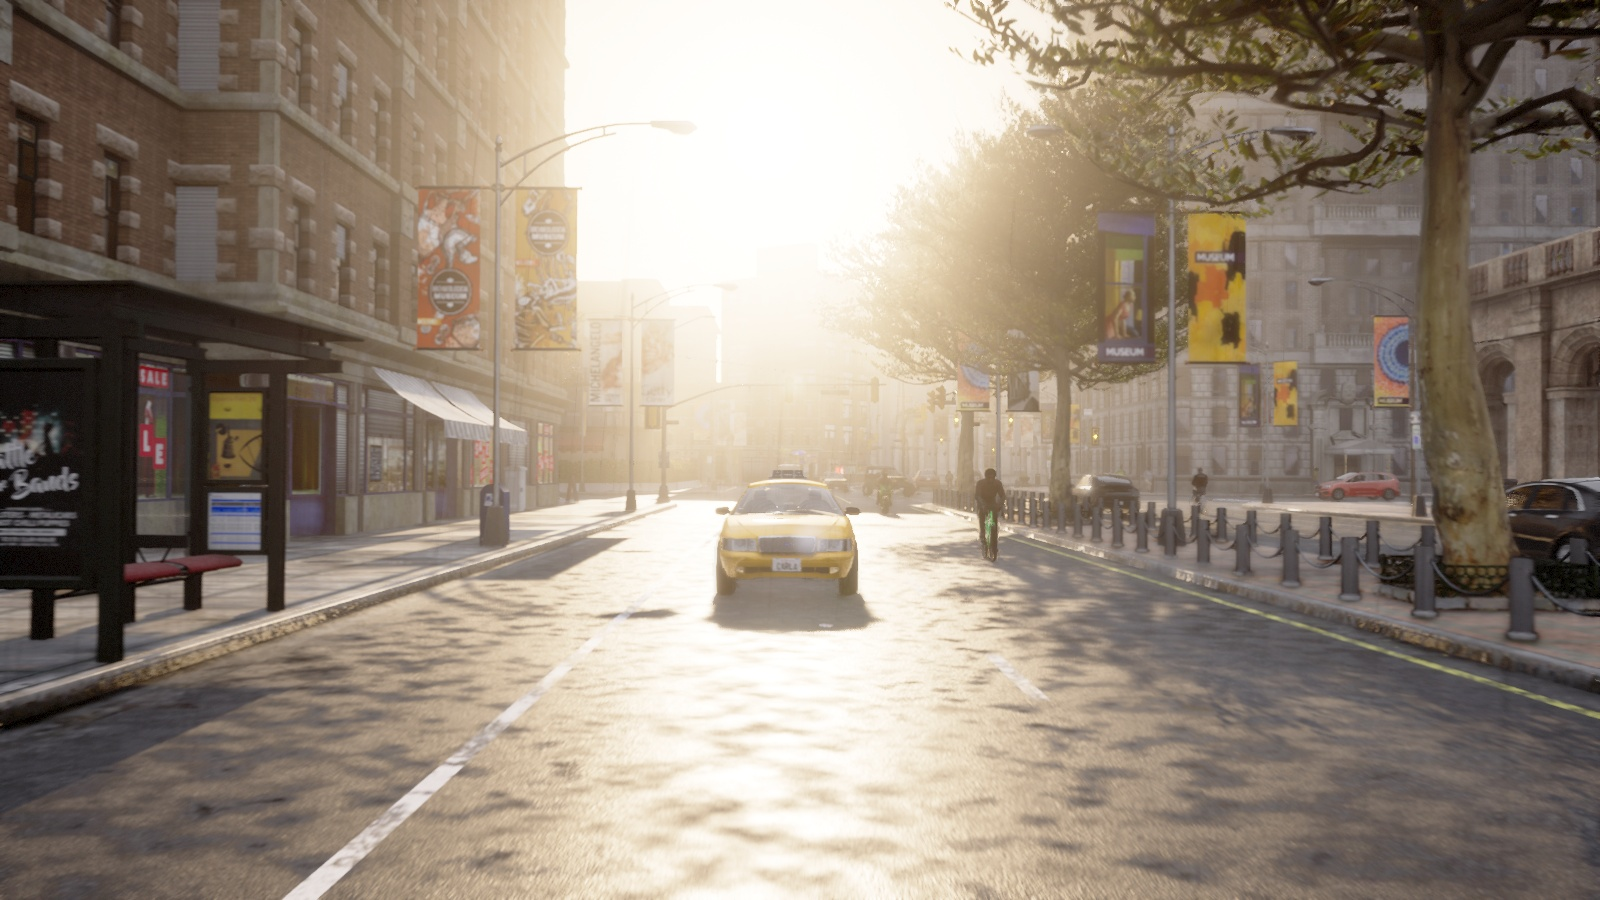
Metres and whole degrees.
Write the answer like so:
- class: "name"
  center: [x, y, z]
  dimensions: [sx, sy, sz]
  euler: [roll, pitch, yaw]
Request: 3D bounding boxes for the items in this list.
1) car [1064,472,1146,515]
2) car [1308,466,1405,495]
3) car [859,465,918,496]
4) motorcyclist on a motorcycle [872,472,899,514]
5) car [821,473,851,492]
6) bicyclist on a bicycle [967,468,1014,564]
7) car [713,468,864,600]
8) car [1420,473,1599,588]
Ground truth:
- class: "car"
  center: [11.042, 1.541, 45.798]
  dimensions: [1.837, 1.490, 4.892]
  euler: [0, -1, 1]
- class: "car"
  center: [32.238, 1.748, 72.819]
  dimensions: [4.611, 1.667, 2.242]
  euler: [0, -1, -1]
- class: "car"
  center: [5.507, 1.901, 78.559]
  dimensions: [1.905, 1.878, 3.866]
  euler: [0, -1, -28]
- class: "motorcyclist on a motorcycle"
  center: [3.113, 1.550, 45.839]
  dimensions: [0.797, 1.523, 2.044]
  euler: [0, -1, 0]
- class: "car"
  center: [2.711, 2.447, 95.506]
  dimensions: [2.033, 1.411, 5.357]
  euler: [0, -1, 0]
- class: "bicyclist on a bicycle"
  center: [3.337, 1.124, 22.102]
  dimensions: [0.582, 1.620, 1.656]
  euler: [0, -1, 0]
- class: "car"
  center: [-0.158, 1.050, 17.687]
  dimensions: [1.801, 1.575, 5.366]
  euler: [0, -1, 0]
- class: "car"
  center: [11.335, 1.085, 18.591]
  dimensions: [1.837, 1.490, 4.892]
  euler: [0, -1, -1]
